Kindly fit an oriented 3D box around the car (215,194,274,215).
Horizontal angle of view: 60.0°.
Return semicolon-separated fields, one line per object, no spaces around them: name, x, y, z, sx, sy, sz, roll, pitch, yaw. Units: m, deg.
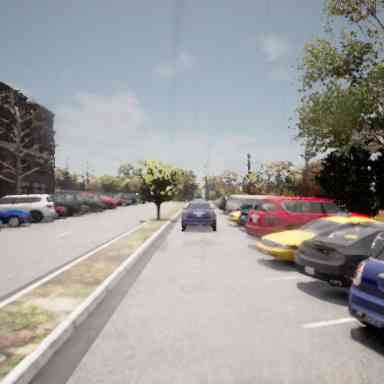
car;5.516;1.283;34.942;5.566;2.045;2.435;1;0;-19

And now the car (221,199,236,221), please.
car;5.034;1.512;22.965;5.366;1.575;1.946;1;0;-19

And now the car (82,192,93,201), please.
car;-24.318;0.994;77.279;2.435;2.045;5.566;1;-1;-18

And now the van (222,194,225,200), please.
van;5.242;1.298;28.939;4.442;1.987;1.878;1;0;-19

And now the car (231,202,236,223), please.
car;5.169;1.544;20.064;4.792;1.488;2.163;1;0;-19

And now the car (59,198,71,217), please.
car;-12.889;1.504;27.296;5.008;1.535;2.097;-1;0;-19

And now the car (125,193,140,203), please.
car;-12.136;1.287;57.372;5.566;2.045;2.435;-1;0;-18

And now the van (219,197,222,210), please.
van;5.309;1.302;31.915;4.442;1.987;1.878;1;0;-19

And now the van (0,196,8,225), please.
van;-12.996;1.263;18.322;4.442;1.987;1.878;-1;0;-19

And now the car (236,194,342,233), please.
car;5.037;1.255;14.114;5.566;2.045;2.435;1;0;-19

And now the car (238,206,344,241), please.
car;5.048;1.539;17.063;4.792;1.488;2.163;1;0;-19

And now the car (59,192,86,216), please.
car;-12.842;1.257;30.285;5.566;2.045;2.435;-1;0;-19

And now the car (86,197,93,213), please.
car;-12.714;1.542;33.316;4.792;1.488;2.163;-1;0;-19

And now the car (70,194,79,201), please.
car;-27.291;1.286;77.408;2.002;1.452;4.674;1;-1;-18

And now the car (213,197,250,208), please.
car;6.040;1.555;50.703;5.366;1.575;1.946;1;0;-19

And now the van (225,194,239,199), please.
van;5.174;1.294;25.961;4.442;1.987;1.878;1;0;-19

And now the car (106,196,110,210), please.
car;-12.570;1.551;39.326;4.792;1.488;2.163;-1;0;-19

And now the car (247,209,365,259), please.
car;4.776;1.496;11.066;5.366;1.575;1.946;1;0;-19

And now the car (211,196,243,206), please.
car;6.040;1.564;57.424;4.892;1.521;2.231;1;0;-19

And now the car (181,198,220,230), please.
car;0.451;1.382;21.563;2.097;1.767;4.553;0;0;1

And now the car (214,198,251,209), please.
car;5.758;1.580;47.234;4.792;1.488;2.163;1;0;-19

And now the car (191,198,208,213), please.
car;0.868;1.533;39.638;1.882;1.535;5.008;0;0;1

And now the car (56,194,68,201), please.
car;-30.246;1.249;77.515;2.231;1.521;4.892;0;-1;-18

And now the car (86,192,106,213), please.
car;-12.648;1.266;36.323;5.566;2.045;2.435;-1;0;-19

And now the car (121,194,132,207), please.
car;-12.282;1.541;51.348;5.008;1.535;2.097;-1;0;-18

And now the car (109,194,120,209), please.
car;-12.500;1.275;42.336;5.566;2.045;2.435;-1;0;-19

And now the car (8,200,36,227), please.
car;-13.033;1.495;21.287;5.008;1.535;2.097;-1;0;-19

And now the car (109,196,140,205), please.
car;-12.200;1.527;60.349;5.366;1.575;1.946;-1;0;-18

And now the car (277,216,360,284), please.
car;4.894;1.499;8.161;4.892;1.521;2.231;1;0;-19

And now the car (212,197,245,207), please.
car;5.944;1.561;54.031;4.892;1.521;2.231;1;0;-19

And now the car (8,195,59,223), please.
car;-12.986;1.248;24.279;5.566;2.045;2.435;-1;0;-19

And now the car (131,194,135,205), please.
car;-12.193;1.582;54.372;4.674;1.452;2.002;-1;0;-18

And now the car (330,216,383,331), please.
car;4.834;1.369;5.185;4.553;1.767;2.185;1;0;-19

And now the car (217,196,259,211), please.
car;5.598;1.416;40.876;4.553;1.767;2.185;1;0;-19
